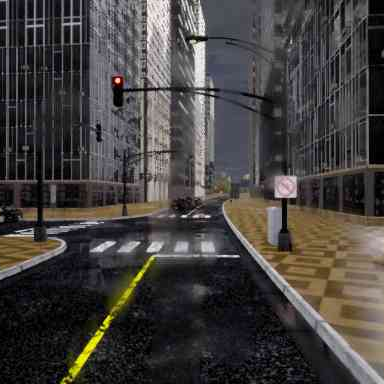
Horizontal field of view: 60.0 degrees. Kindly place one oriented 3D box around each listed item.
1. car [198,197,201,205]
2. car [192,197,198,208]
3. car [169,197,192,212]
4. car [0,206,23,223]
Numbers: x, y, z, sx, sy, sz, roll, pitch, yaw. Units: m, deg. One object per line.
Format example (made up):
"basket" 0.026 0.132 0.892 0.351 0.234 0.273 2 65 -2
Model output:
"car" 0.502 1.501 58.404 1.994 1.385 4.181 0 0 7
"car" -0.604 1.462 48.445 1.837 1.490 4.892 0 0 6
"car" -1.486 1.450 38.637 1.882 1.535 5.008 0 0 5
"car" -16.520 1.854 28.032 4.403 1.369 2.008 -1 1 10
